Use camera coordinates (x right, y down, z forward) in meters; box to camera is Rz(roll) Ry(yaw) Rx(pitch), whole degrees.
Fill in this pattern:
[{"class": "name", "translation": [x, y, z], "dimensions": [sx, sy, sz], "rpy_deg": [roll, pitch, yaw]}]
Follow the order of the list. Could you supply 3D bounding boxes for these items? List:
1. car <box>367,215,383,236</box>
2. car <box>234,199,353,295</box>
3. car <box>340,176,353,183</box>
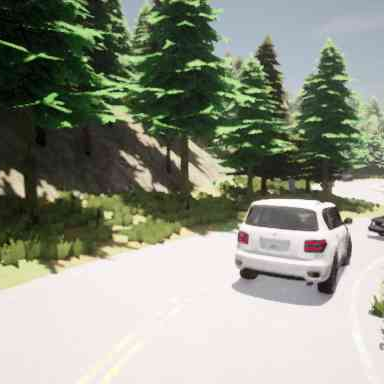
[{"class": "car", "translation": [10.985, 1.524, 16.369], "dimensions": [5.357, 1.411, 2.033], "rpy_deg": [-1, 5, -29]}, {"class": "car", "translation": [3.061, 1.227, 9.290], "dimensions": [2.150, 2.045, 5.566], "rpy_deg": [3, 1, 30]}, {"class": "car", "translation": [29.966, -2.683, 65.056], "dimensions": [1.882, 1.535, 5.008], "rpy_deg": [4, 7, 41]}]
